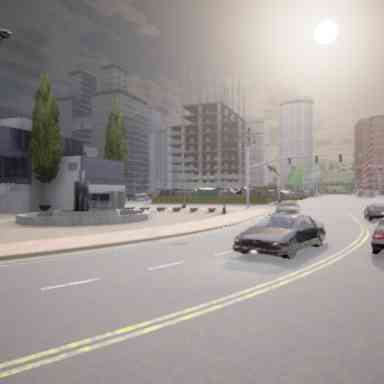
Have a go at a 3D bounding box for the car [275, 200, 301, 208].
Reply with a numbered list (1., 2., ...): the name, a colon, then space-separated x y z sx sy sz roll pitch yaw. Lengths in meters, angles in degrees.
1. car: 8.636 1.533 29.604 1.837 1.490 4.892 0 -1 22

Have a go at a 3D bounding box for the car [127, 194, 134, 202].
1. car: -14.884 1.474 84.489 1.905 1.878 3.866 0 0 23

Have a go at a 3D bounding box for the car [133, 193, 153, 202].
1. car: -12.226 1.694 83.339 1.970 1.475 3.806 0 0 23

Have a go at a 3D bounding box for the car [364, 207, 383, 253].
1. car: 8.178 1.532 12.855 2.033 1.411 5.357 0 0 35

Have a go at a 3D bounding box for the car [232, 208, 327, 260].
1. car: 3.660 1.561 12.955 2.033 1.411 5.357 0 0 38

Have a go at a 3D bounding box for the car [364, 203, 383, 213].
1. car: 15.049 1.542 26.637 1.994 1.385 4.181 0 0 23
